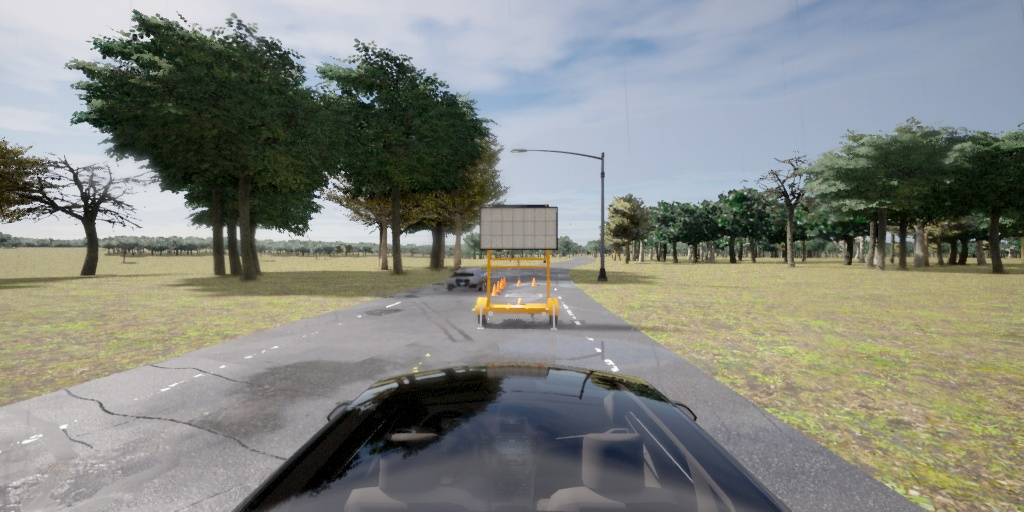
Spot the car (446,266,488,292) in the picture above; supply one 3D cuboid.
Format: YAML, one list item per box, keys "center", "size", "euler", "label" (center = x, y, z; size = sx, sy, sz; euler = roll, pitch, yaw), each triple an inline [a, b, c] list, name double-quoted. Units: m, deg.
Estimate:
- center: [-2.538, 1.319, 21.553]
  size: [1.994, 1.385, 4.181]
  euler: [0, 0, 5]
  label: "car"

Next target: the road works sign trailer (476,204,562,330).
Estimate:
- center: [0.208, 0.215, 11.139]
  size: [2.380, 3.560, 2.880]
  euler: [0, 0, 3]
  label: "road works sign trailer"
